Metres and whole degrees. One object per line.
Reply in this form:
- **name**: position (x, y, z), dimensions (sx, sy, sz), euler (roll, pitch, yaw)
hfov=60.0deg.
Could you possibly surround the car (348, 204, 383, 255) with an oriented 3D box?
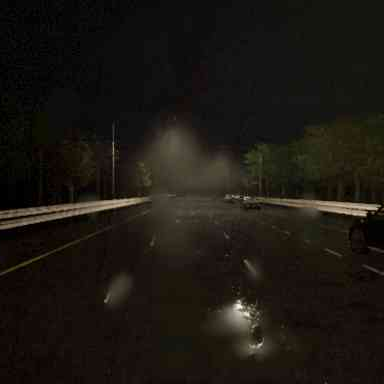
- **car**: position (7.004, 1.224, 10.259), dimensions (2.150, 2.045, 5.566), euler (0, 0, 0)

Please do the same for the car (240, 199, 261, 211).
- **car**: position (7.063, 1.581, 40.557), dimensions (2.033, 1.411, 5.357), euler (0, 0, 0)

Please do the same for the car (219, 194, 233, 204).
- **car**: position (7.189, 1.610, 67.671), dimensions (2.033, 1.411, 5.357), euler (0, 0, 0)
